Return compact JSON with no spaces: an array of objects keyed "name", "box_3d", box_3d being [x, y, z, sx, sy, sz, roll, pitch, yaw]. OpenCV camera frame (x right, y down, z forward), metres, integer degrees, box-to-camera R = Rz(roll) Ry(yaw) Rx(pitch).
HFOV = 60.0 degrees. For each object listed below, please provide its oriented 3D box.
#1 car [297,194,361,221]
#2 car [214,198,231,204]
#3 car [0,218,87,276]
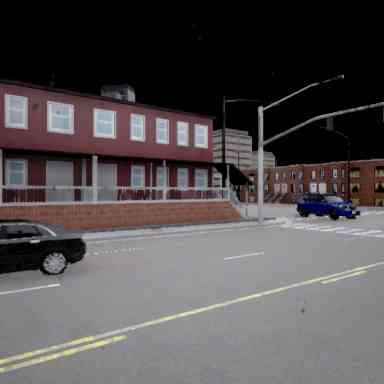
[{"name":"car","box_3d":[11.287,1.222,27.930,2.150,2.045,5.566,1,0,-23]},{"name":"car","box_3d":[2.851,1.478,41.060,1.882,1.535,5.008,0,0,-35]},{"name":"car","box_3d":[-5.322,1.505,8.789,4.892,1.490,1.837,0,0,-36]}]
